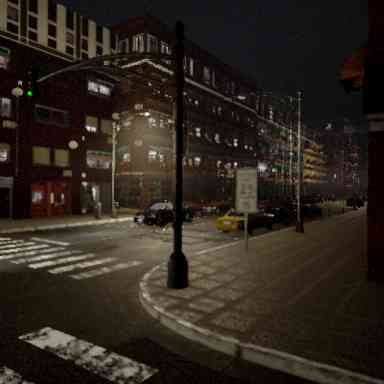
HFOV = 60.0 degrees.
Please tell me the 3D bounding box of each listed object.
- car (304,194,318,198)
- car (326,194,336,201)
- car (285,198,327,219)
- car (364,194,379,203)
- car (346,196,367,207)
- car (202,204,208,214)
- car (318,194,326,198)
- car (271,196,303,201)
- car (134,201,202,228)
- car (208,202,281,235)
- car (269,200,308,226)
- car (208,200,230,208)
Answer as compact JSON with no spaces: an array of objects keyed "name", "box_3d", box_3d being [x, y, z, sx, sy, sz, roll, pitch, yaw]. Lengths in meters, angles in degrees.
[{"name":"car","box_3d":[19.090,1.262,55.738,1.947,1.339,4.313,1,1,35]},{"name":"car","box_3d":[28.957,1.180,69.573,1.947,1.339,4.313,1,1,35]},{"name":"car","box_3d":[9.506,1.485,27.788,1.947,1.339,4.313,1,1,35]},{"name":"car","box_3d":[32.491,1.146,60.094,1.967,1.590,4.097,1,1,35]},{"name":"car","box_3d":[22.722,1.316,46.398,1.752,1.417,4.829,1,1,35]},{"name":"car","box_3d":[-0.731,1.468,28.134,1.802,1.307,4.206,1,1,35]},{"name":"car","box_3d":[22.379,1.107,60.346,1.967,1.590,4.097,1,1,35]},{"name":"car","box_3d":[8.330,1.366,30.863,1.882,1.535,5.008,1,1,35]},{"name":"car","box_3d":[-1.732,1.432,22.092,2.128,1.511,4.902,1,1,36]},{"name":"car","box_3d":[3.094,1.513,18.653,1.752,1.417,4.829,1,1,35]},{"name":"car","box_3d":[6.268,1.519,23.141,1.947,1.339,4.313,1,1,35]},{"name":"car","box_3d":[2.608,1.434,32.709,1.802,1.307,4.206,1,1,35]}]
